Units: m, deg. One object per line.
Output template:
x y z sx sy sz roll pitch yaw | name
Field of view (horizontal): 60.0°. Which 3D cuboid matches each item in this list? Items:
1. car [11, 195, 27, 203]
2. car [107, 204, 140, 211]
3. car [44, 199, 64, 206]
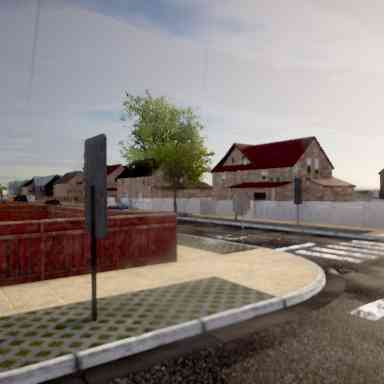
-40.331 1.661 78.318 2.150 2.045 5.566 -1 0 -37 | car
-5.709 1.707 27.250 2.033 1.411 5.357 -1 0 -37 | car
-18.608 1.778 44.635 1.837 1.490 4.892 -1 -1 -36 | car
